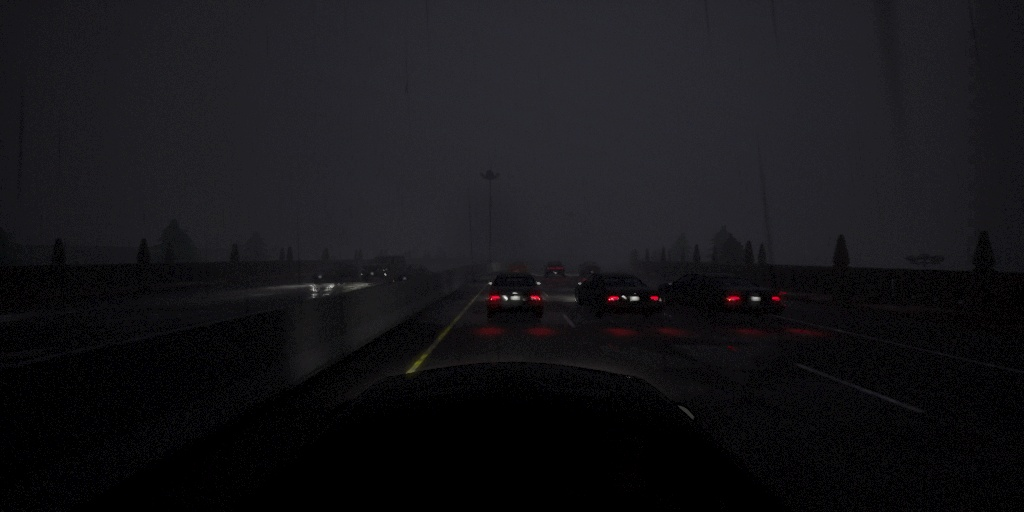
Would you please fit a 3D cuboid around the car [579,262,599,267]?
[{"bbox_3d":[7.691,1.278,35.501,1.812,1.442,4.674,0,0,5],"label":"car"}]

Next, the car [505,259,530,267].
[{"bbox_3d":[0.738,1.230,36.059,1.882,1.535,5.008,0,0,5],"label":"car"}]

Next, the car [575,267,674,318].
[{"bbox_3d":[3.601,1.298,13.038,2.033,1.411,5.357,0,0,0],"label":"car"}]

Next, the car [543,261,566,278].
[{"bbox_3d":[4.088,1.257,34.395,1.837,1.490,4.892,0,0,5],"label":"car"}]

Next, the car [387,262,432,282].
[{"bbox_3d":[-6.994,1.316,25.503,1.994,1.385,4.181,0,0,1],"label":"car"}]

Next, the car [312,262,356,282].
[{"bbox_3d":[-13.907,1.244,28.588,2.128,1.511,4.902,0,0,2],"label":"car"}]

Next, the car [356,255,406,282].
[{"bbox_3d":[-10.413,0.975,29.767,2.150,2.045,5.566,0,0,3],"label":"car"}]

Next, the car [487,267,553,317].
[{"bbox_3d":[0.100,1.298,13.143,2.033,1.411,5.357,0,0,0],"label":"car"}]

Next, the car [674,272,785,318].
[{"bbox_3d":[7.100,1.298,12.949,2.033,1.411,5.357,0,0,0],"label":"car"}]
